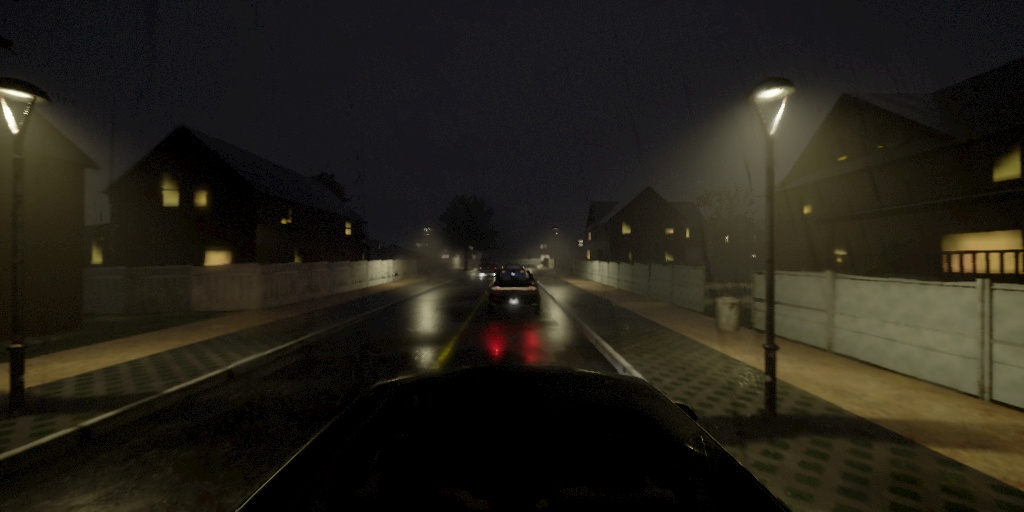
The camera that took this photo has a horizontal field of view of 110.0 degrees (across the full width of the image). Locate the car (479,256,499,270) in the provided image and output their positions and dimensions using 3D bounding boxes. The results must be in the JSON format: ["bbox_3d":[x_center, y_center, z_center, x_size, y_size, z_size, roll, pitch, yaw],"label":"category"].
[{"bbox_3d":[-2.831,1.015,45.235,2.150,2.045,5.566,0,0,0],"label":"car"}]

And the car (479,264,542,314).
[{"bbox_3d":[0.084,1.248,13.778,2.128,1.511,4.902,0,0,0],"label":"car"}]
